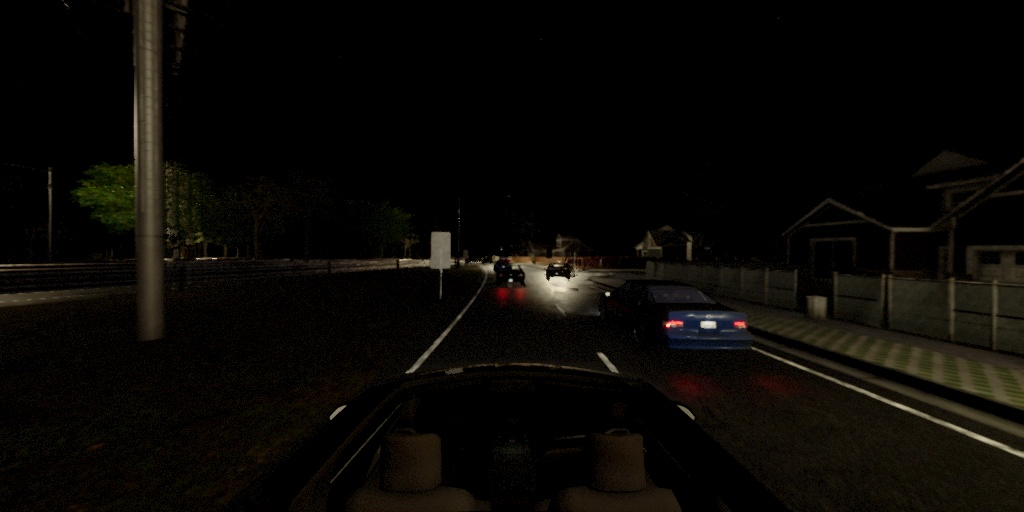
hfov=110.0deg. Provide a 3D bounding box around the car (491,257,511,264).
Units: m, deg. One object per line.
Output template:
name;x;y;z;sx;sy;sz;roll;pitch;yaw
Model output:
car;-1.127;1.147;41.352;1.994;1.385;4.181;0;0;-5

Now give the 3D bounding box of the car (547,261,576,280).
car;4.136;1.172;29.916;2.128;1.511;4.902;0;0;17

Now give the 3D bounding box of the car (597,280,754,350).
car;3.639;1.310;9.139;2.033;1.411;5.357;1;0;0

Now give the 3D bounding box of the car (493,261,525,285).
car;-0.162;1.263;25.220;1.895;1.301;4.718;1;0;-2
